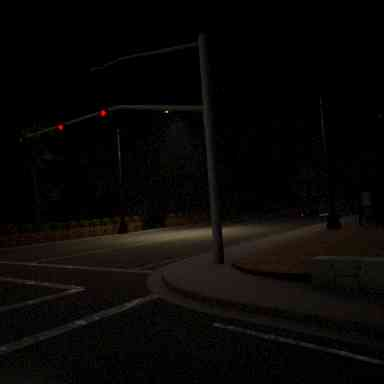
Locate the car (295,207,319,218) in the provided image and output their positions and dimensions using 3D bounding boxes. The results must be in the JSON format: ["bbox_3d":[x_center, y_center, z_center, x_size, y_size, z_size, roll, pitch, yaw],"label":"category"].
[{"bbox_3d":[15.425,2.678,44.258,1.895,1.301,4.718,-6,-4,37],"label":"car"}]
